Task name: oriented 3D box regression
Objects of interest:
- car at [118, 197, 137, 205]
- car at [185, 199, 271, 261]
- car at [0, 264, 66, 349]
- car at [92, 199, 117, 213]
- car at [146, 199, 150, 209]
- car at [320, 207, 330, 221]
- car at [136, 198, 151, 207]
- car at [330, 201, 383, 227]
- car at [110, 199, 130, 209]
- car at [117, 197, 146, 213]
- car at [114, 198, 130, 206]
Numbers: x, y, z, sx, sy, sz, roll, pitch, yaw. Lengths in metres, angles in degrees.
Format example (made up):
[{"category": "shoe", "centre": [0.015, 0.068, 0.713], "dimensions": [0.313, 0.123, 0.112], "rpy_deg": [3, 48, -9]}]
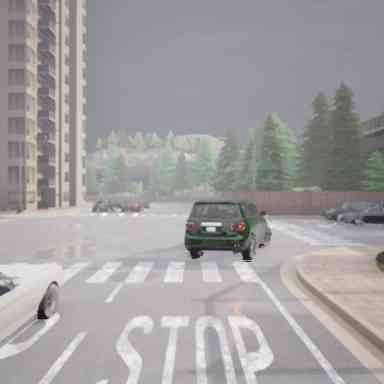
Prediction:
[{"category": "car", "centre": [-13.327, 1.763, 68.285], "dimensions": [1.837, 1.490, 4.892], "rpy_deg": [0, 0, -37]}, {"category": "car", "centre": [1.547, 1.301, 12.818], "dimensions": [2.150, 2.045, 5.566], "rpy_deg": [-1, -2, 21]}, {"category": "car", "centre": [-3.400, 1.619, 4.439], "dimensions": [1.895, 1.301, 4.718], "rpy_deg": [0, 0, 0]}, {"category": "car", "centre": [-10.598, 1.660, 40.078], "dimensions": [1.837, 1.490, 4.892], "rpy_deg": [0, 0, 0]}, {"category": "car", "centre": [-7.249, 1.738, 49.175], "dimensions": [2.033, 1.411, 5.357], "rpy_deg": [0, 0, -2]}, {"category": "car", "centre": [12.953, 1.513, 27.173], "dimensions": [4.553, 1.767, 2.097], "rpy_deg": [0, 0, 0]}, {"category": "car", "centre": [-8.705, 1.829, 59.017], "dimensions": [1.895, 1.301, 4.718], "rpy_deg": [0, 0, -17]}, {"category": "car", "centre": [12.912, 1.639, 23.674], "dimensions": [4.902, 1.511, 2.128], "rpy_deg": [0, 0, 0]}, {"category": "car", "centre": [-10.737, 1.740, 49.817], "dimensions": [2.033, 1.411, 5.357], "rpy_deg": [0, 0, -3]}, {"category": "car", "centre": [-7.102, 1.506, 39.702], "dimensions": [2.097, 1.767, 4.553], "rpy_deg": [0, 0, 0]}, {"category": "car", "centre": [-12.697, 1.780, 60.041], "dimensions": [2.033, 1.411, 5.357], "rpy_deg": [0, 0, -21]}]
